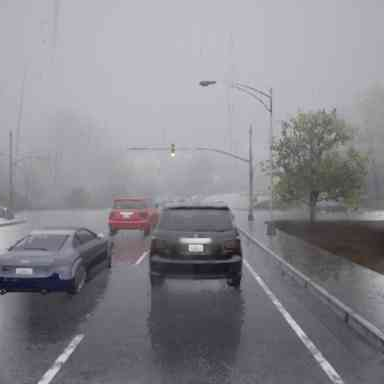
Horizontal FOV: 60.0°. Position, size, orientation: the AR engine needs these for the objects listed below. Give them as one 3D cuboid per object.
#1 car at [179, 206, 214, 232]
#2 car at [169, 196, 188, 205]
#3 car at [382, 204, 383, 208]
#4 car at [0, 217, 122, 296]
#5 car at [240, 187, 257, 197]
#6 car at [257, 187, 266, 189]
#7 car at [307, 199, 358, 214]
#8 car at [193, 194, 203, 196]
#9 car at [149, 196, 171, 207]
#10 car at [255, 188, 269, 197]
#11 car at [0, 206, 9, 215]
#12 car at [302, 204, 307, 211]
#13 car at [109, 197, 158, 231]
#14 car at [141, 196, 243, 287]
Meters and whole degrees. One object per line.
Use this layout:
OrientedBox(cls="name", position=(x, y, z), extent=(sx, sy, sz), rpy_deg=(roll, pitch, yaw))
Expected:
OrientedBox(cls="car", position=(0.329, 1.668, 21.509), extent=(1.994, 1.385, 4.181), rpy_deg=(0, 0, 2))
OrientedBox(cls="car", position=(-2.663, 1.591, 65.616), extent=(2.128, 1.511, 4.902), rpy_deg=(0, 1, 19))
OrientedBox(cls="car", position=(25.856, 1.448, 40.444), extent=(4.892, 1.490, 1.837), rpy_deg=(-2, 0, 3))
OrientedBox(cls="car", position=(-3.397, 1.598, 8.805), extent=(1.994, 1.385, 4.181), rpy_deg=(0, 0, 1))
OrientedBox(cls="car", position=(13.921, 0.298, 84.435), extent=(2.097, 1.767, 4.553), rpy_deg=(0, 3, 33))
OrientedBox(cls="car", position=(19.596, -0.537, 92.973), extent=(2.150, 2.045, 5.566), rpy_deg=(0, 3, 37))
OrientedBox(cls="car", position=(15.957, 1.737, 37.500), extent=(4.718, 1.301, 1.895), rpy_deg=(-1, 0, 3))
OrientedBox(cls="car", position=(1.145, 1.259, 75.142), extent=(2.128, 1.511, 4.902), rpy_deg=(0, 2, 23))
OrientedBox(cls="car", position=(-5.406, 1.605, 56.830), extent=(2.097, 1.767, 4.553), rpy_deg=(0, 0, 16))
OrientedBox(cls="car", position=(17.490, 0.467, 83.563), extent=(1.895, 1.301, 4.718), rpy_deg=(0, 3, 33))
OrientedBox(cls="car", position=(-22.447, 1.830, 35.968), extent=(4.902, 1.511, 2.128), rpy_deg=(-1, 0, 2))
OrientedBox(cls="car", position=(16.061, 1.648, 41.000), extent=(4.902, 1.511, 2.128), rpy_deg=(-1, 0, 3))
OrientedBox(cls="car", position=(-3.246, 1.317, 19.434), extent=(2.150, 2.045, 5.566), rpy_deg=(0, 0, 1))
OrientedBox(cls="car", position=(0.101, 1.260, 9.604), extent=(2.150, 2.045, 5.566), rpy_deg=(0, 0, 0))
